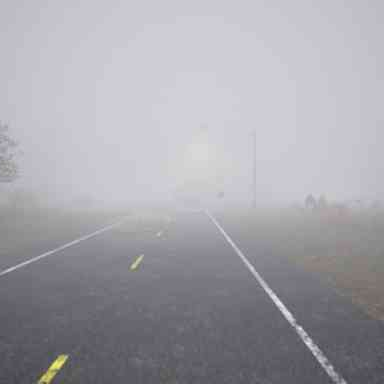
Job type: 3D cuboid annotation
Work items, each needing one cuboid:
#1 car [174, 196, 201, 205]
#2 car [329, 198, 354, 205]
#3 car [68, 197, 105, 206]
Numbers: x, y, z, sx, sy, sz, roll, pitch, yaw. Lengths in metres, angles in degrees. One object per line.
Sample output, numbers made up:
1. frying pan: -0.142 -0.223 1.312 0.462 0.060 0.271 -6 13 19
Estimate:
1. car: -0.844 1.506 59.182 4.892 1.490 1.837 0 0 -1
2. car: 27.324 1.677 59.975 4.718 1.301 1.895 0 0 -2
3. car: -16.384 1.479 51.764 5.357 1.411 2.033 0 0 -2
